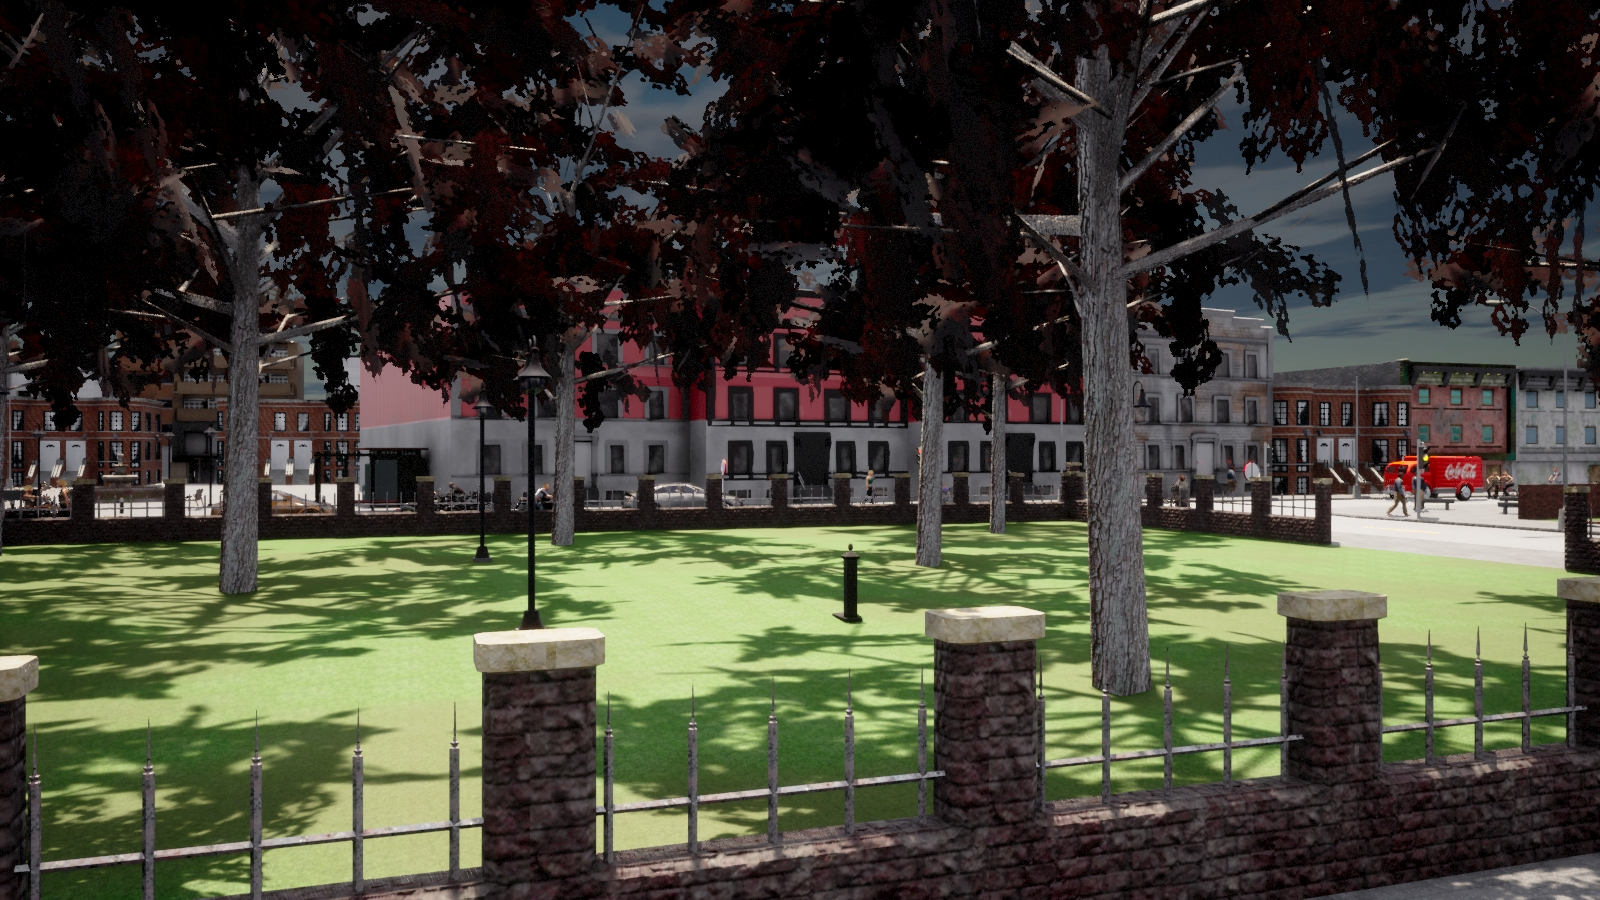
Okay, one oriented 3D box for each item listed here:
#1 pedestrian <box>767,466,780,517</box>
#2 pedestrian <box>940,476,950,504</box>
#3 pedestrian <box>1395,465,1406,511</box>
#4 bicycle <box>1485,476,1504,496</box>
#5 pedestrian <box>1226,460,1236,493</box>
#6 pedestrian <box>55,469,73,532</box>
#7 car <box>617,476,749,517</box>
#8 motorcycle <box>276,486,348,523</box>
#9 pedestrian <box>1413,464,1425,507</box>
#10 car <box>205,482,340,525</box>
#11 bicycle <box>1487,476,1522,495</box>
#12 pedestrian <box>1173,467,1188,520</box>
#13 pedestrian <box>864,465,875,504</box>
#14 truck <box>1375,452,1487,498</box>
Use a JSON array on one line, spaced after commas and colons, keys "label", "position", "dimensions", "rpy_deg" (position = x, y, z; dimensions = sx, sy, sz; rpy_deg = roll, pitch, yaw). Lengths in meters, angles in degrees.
[{"label": "pedestrian", "position": [-0.971, 1.525, 41.919], "dimensions": [0.375, 1.860, 0.375], "rpy_deg": [0, 0, -19]}, {"label": "pedestrian", "position": [6.958, 1.909, 54.824], "dimensions": [0.375, 1.300, 0.375], "rpy_deg": [0, 0, -18]}, {"label": "pedestrian", "position": [24.046, 1.518, 45.764], "dimensions": [0.375, 1.860, 0.375], "rpy_deg": [0, 0, 32]}, {"label": "bicycle", "position": [39.299, 2.036, 64.656], "dimensions": [0.859, 1.080, 1.487], "rpy_deg": [0, 0, 35]}, {"label": "pedestrian", "position": [24.597, 1.523, 65.200], "dimensions": [0.375, 1.860, 0.375], "rpy_deg": [0, 0, -19]}, {"label": "pedestrian", "position": [-22.288, 1.523, 34.602], "dimensions": [0.375, 1.860, 0.375], "rpy_deg": [0, 0, -19]}, {"label": "car", "position": [-4.677, 1.827, 45.707], "dimensions": [4.902, 1.511, 2.128], "rpy_deg": [0, 0, -19]}, {"label": "motorcycle", "position": [-17.611, 1.950, 41.298], "dimensions": [2.356, 1.277, 0.764], "rpy_deg": [0, 0, -19]}, {"label": "pedestrian", "position": [26.666, 1.517, 49.242], "dimensions": [0.375, 1.860, 0.375], "rpy_deg": [0, 0, 14]}, {"label": "car", "position": [-18.776, 1.899, 40.895], "dimensions": [4.181, 1.385, 1.994], "rpy_deg": [0, 0, -18]}, {"label": "bicycle", "position": [40.458, 2.036, 65.608], "dimensions": [1.487, 1.080, 0.859], "rpy_deg": [0, 0, 1]}, {"label": "pedestrian", "position": [13.356, 1.525, 40.100], "dimensions": [0.375, 1.860, 0.375], "rpy_deg": [0, 0, -20]}, {"label": "pedestrian", "position": [3.307, 1.628, 54.551], "dimensions": [0.375, 1.860, 0.375], "rpy_deg": [0, 0, -41]}, {"label": "truck", "position": [35.004, 1.348, 63.458], "dimensions": [5.204, 2.467, 2.627], "rpy_deg": [0, 0, -19]}]
